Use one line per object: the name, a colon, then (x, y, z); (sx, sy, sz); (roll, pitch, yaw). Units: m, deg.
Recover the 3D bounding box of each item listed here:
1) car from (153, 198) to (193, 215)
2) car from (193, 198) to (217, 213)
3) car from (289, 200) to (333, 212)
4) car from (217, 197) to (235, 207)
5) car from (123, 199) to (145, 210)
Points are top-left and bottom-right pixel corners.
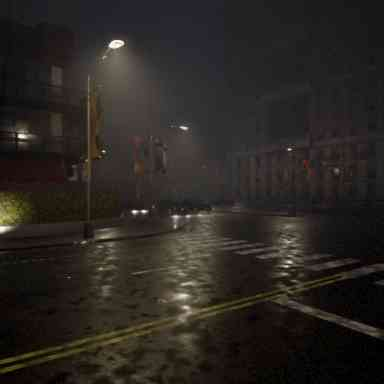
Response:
car: (-2.318, 1.505, 34.641); (1.837, 1.490, 4.892); (0, 0, -35)
car: (0.206, 1.478, 37.142); (1.882, 1.535, 5.008); (0, 0, -35)
car: (13.537, 1.601, 38.238); (1.895, 1.301, 4.718); (0, 0, -36)
car: (4.464, 1.478, 51.428); (1.882, 1.535, 5.008); (0, 0, -35)
car: (-7.590, 1.564, 42.230); (1.994, 1.385, 4.181); (0, 0, -35)
